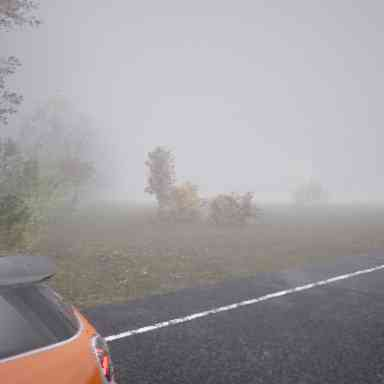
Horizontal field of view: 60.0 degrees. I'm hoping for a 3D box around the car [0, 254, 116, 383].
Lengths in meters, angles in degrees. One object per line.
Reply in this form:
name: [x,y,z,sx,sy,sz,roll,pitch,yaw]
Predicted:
car: [-2.804,1.347,1.994,4.553,1.767,2.097,0,0,-35]
